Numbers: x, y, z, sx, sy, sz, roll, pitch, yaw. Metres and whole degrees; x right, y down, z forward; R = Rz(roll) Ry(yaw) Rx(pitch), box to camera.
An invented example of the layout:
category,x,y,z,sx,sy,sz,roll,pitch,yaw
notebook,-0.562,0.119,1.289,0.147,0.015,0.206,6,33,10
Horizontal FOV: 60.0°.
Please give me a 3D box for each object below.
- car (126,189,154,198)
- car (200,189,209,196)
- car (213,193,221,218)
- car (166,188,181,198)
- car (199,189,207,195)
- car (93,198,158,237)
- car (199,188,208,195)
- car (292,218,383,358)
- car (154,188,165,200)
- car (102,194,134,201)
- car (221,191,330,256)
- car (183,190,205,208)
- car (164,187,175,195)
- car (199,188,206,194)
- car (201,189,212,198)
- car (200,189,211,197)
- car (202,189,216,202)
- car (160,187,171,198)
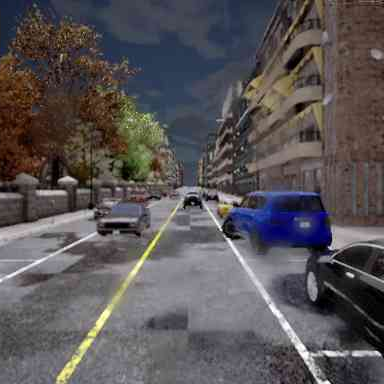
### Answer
category,x,y,z,sx,sy,sz,roll,pitch,yaw
car,-5.675,0.630,34.673,2.192,1.841,5.009,1,1,0
car,2.699,0.077,73.504,1.752,1.417,4.829,1,1,0
car,2.702,1.054,23.802,1.752,1.417,4.829,1,1,0
car,-3.004,0.429,59.383,2.033,1.411,5.357,0,1,0
car,2.697,-0.080,84.380,1.802,1.307,4.206,1,1,0
car,-3.102,1.223,16.306,2.033,1.411,5.357,0,1,0
car,2.700,-0.114,78.855,1.967,1.590,4.097,1,1,0
car,3.145,1.408,4.742,1.837,1.490,4.892,0,1,0
car,-5.680,0.555,51.245,1.947,1.339,4.313,1,1,0
car,-5.679,1.083,23.633,2.008,1.369,4.403,1,1,0
car,2.876,0.979,12.218,2.150,2.045,5.566,0,1,-8
car,0.084,0.855,33.910,1.812,1.442,4.674,0,1,0
car,-5.678,-0.347,84.374,2.192,1.841,5.009,1,1,0
car,2.698,-0.248,90.071,1.752,1.417,4.829,1,1,0
car,2.701,0.212,62.288,1.967,1.590,4.097,1,1,0
car,2.699,0.208,67.811,1.887,1.381,4.507,1,1,0
car,2.699,0.664,45.722,1.947,1.339,4.313,1,1,0
car,-5.676,0.087,62.285,2.192,1.841,5.009,1,1,0
